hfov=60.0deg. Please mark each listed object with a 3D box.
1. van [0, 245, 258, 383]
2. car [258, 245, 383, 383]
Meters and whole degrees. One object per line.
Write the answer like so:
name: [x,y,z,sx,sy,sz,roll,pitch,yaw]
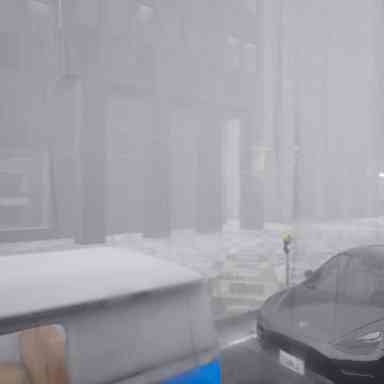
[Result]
van: [-1.693,1.329,1.773,3.998,1.788,1.690,0,0,-35]
car: [2.908,1.562,5.029,4.313,1.339,1.947,0,0,-35]
